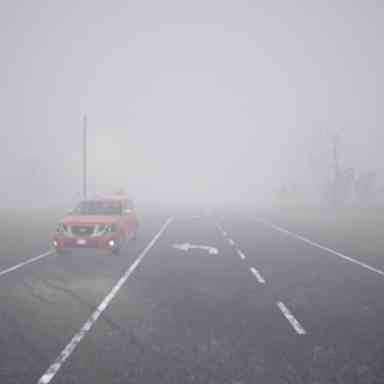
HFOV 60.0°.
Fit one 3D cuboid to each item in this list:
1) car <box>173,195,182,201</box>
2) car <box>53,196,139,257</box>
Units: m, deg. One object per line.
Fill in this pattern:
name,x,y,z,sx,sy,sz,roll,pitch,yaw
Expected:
car,-3.403,1.376,78.959,1.812,1.442,4.674,0,0,0
car,-3.500,1.212,13.291,2.150,2.045,5.566,0,0,0
